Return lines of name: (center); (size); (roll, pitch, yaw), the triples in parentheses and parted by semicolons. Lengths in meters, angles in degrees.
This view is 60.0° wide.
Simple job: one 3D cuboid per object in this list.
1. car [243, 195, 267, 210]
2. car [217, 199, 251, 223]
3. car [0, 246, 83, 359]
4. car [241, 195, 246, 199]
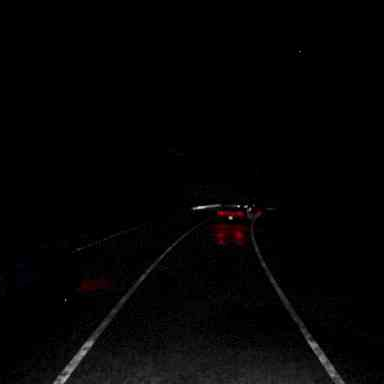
car: (7.955, 1.413, 40.684); (1.812, 1.442, 4.674); (2, 0, 20)
car: (3.100, 1.460, 24.623); (1.895, 1.301, 4.718); (1, 0, 12)
car: (-3.153, 1.492, 4.279); (2.033, 1.411, 5.357); (0, 1, 2)
car: (8.710, 1.222, 51.707); (2.128, 1.511, 4.902); (2, 2, 24)
